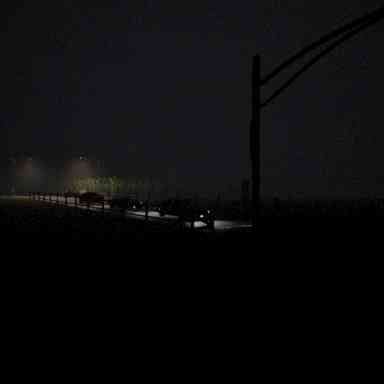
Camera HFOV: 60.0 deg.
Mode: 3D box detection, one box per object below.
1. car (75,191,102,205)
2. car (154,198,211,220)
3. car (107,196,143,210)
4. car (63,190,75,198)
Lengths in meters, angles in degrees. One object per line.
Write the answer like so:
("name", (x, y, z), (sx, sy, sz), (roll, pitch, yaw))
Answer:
("car", (-12.453, 0.743, 41.068), (1.882, 1.535, 5.008), (0, 1, -35))
("car", (-0.855, 1.180, 24.361), (2.033, 1.411, 5.357), (0, 1, -35))
("car", (-6.591, 1.051, 32.613), (1.895, 1.301, 4.718), (0, 1, -35))
("car", (-22.525, 0.355, 62.016), (1.882, 1.535, 5.008), (0, 1, -35))
